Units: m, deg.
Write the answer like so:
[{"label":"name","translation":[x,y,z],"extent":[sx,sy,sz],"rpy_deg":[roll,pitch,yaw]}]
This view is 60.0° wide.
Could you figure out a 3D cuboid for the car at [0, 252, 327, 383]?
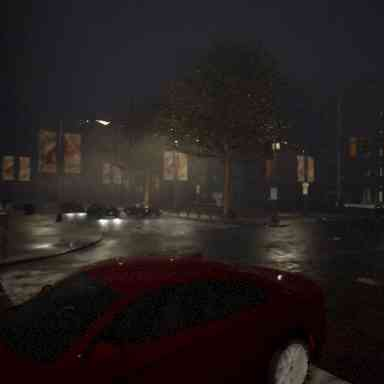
[{"label":"car","translation":[-0.616,1.494,3.553],"extent":[5.008,1.535,1.882],"rpy_deg":[1,0,-35]}]

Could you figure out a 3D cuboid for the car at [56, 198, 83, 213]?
[{"label":"car","translation":[-14.021,1.685,38.824],"extent":[1.994,1.385,4.181],"rpy_deg":[1,0,-35]}]

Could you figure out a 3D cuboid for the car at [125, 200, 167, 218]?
[{"label":"car","translation":[-4.697,1.761,31.805],"extent":[1.895,1.301,4.718],"rpy_deg":[1,0,-36]}]

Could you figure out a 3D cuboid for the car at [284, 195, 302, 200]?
[{"label":"car","translation":[27.582,1.866,91.430],"extent":[2.435,2.045,5.566],"rpy_deg":[1,0,-36]}]

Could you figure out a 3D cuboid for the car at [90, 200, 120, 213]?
[{"label":"car","translation":[-10.502,1.724,39.894],"extent":[1.994,1.385,4.181],"rpy_deg":[1,0,-37]}]

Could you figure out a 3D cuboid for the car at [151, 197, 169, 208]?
[{"label":"car","translation":[-5.585,1.641,53.080],"extent":[2.097,1.767,4.553],"rpy_deg":[1,0,-36]}]

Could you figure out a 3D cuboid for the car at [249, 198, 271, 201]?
[{"label":"car","translation":[13.883,1.869,66.002],"extent":[2.002,1.452,4.674],"rpy_deg":[1,0,-36]}]

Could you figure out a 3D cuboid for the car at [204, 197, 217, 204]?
[{"label":"car","translation":[3.408,1.915,73.488],"extent":[2.161,1.482,4.786],"rpy_deg":[1,0,-36]}]

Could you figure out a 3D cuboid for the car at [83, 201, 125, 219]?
[{"label":"car","translation":[-8.189,1.686,30.673],"extent":[1.994,1.385,4.181],"rpy_deg":[1,0,-36]}]
